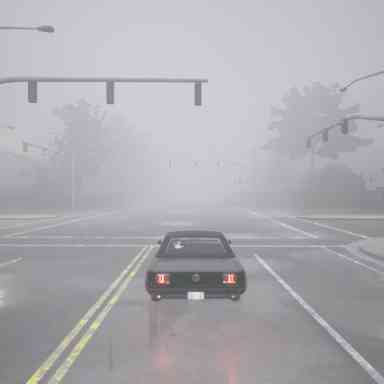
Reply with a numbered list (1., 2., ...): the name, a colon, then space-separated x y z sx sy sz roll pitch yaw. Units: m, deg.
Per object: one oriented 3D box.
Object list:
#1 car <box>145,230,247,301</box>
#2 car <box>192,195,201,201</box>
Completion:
1. car: 0.065 1.601 8.280 1.895 1.301 4.718 0 0 0
2. car: 1.117 1.524 85.502 1.812 1.442 4.674 0 0 1
